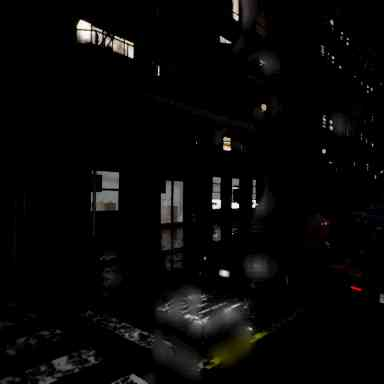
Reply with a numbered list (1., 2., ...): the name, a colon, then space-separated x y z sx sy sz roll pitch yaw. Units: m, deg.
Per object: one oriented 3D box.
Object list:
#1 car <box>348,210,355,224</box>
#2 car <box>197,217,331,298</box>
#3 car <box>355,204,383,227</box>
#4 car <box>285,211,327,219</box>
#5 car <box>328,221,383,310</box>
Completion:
1. car: 12.650 1.542 23.827 1.752 1.417 4.829 1 1 43
2. car: 2.044 1.569 8.643 1.994 1.385 4.181 0 0 43
3. car: 10.776 1.491 18.022 1.882 1.535 5.008 0 0 43
4. car: 5.221 1.594 15.833 1.802 1.307 4.206 1 1 43
5. car: 4.676 1.531 6.907 1.812 1.442 4.674 0 0 43
